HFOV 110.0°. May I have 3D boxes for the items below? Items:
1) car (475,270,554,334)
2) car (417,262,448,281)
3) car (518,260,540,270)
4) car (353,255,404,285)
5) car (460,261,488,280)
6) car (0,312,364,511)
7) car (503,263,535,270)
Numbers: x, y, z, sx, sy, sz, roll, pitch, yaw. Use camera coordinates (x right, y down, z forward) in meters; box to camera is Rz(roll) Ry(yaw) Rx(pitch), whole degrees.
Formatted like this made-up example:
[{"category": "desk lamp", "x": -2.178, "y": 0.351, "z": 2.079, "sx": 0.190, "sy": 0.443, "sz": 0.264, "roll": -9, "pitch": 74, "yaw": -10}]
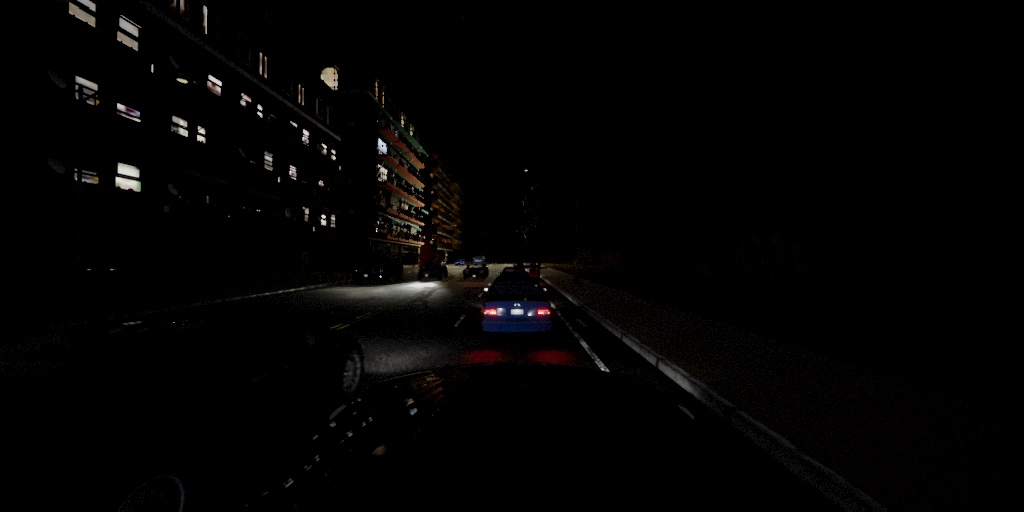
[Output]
[{"category": "car", "x": 0.112, "y": 1.299, "z": 10.542, "sx": 2.033, "sy": 1.411, "sz": 5.357, "roll": 0, "pitch": 0, "yaw": 0}, {"category": "car", "x": -6.568, "y": 1.245, "z": 30.031, "sx": 2.128, "sy": 1.511, "sz": 4.902, "roll": 0, "pitch": 0, "yaw": 0}, {"category": "car", "x": 1.170, "y": 1.104, "z": 29.811, "sx": 2.097, "sy": 1.767, "sz": 4.553, "roll": 0, "pitch": 0, "yaw": 0}, {"category": "car", "x": -9.823, "y": 0.975, "z": 26.878, "sx": 2.150, "sy": 2.045, "sz": 5.566, "roll": 0, "pitch": 0, "yaw": 0}, {"category": "car", "x": -3.115, "y": 1.354, "z": 31.779, "sx": 1.895, "sy": 1.301, "sz": 4.718, "roll": 0, "pitch": 0, "yaw": 0}, {"category": "car", "x": -3.150, "y": 1.276, "z": 3.507, "sx": 1.812, "sy": 1.442, "sz": 4.674, "roll": 0, "pitch": 0, "yaw": 0}, {"category": "car", "x": 0.116, "y": 1.317, "z": 20.876, "sx": 1.994, "sy": 1.385, "sz": 4.181, "roll": 0, "pitch": 0, "yaw": 1}]
